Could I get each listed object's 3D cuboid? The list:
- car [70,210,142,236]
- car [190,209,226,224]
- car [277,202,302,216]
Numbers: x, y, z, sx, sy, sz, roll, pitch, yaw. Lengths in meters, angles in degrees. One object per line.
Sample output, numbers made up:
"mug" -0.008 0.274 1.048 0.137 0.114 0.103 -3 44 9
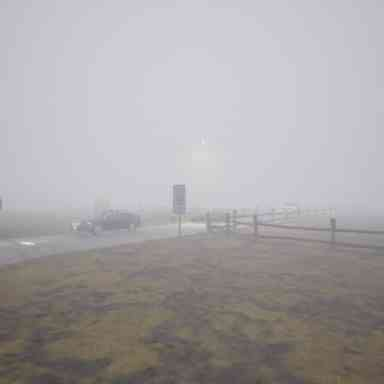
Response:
"car" -5.371 1.889 21.297 2.128 1.511 4.902 -1 -2 35
"car" 1.643 2.247 31.197 1.994 1.385 4.181 -1 -2 35
"car" 14.519 2.440 49.217 2.150 2.045 5.566 -1 -2 35
